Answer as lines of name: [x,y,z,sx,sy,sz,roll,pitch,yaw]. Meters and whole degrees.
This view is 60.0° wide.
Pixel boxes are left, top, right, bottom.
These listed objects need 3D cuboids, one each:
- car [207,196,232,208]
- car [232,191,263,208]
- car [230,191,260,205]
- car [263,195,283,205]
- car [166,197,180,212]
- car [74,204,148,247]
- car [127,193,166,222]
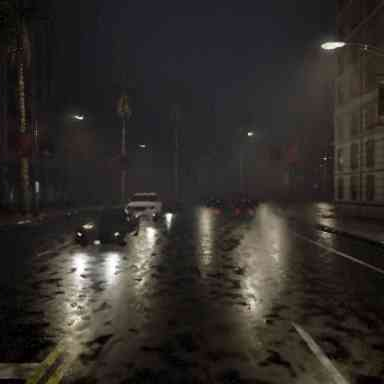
car: [3.278,1.286,42.578,1.812,1.442,4.674,0,0,22]
car: [7.181,1.111,42.781,2.097,1.767,4.553,0,0,25]
car: [8.233,0.931,51.567,2.150,2.045,5.566,0,0,38]
car: [12.574,1.187,51.482,1.882,1.535,5.008,0,0,41]
car: [-2.569,1.279,35.216,1.882,1.535,5.008,0,0,10]
car: [-3.500,1.463,14.930,2.033,1.411,5.357,0,0,0]
car: [-3.500,1.080,25.067,2.150,2.045,5.566,0,0,0]
